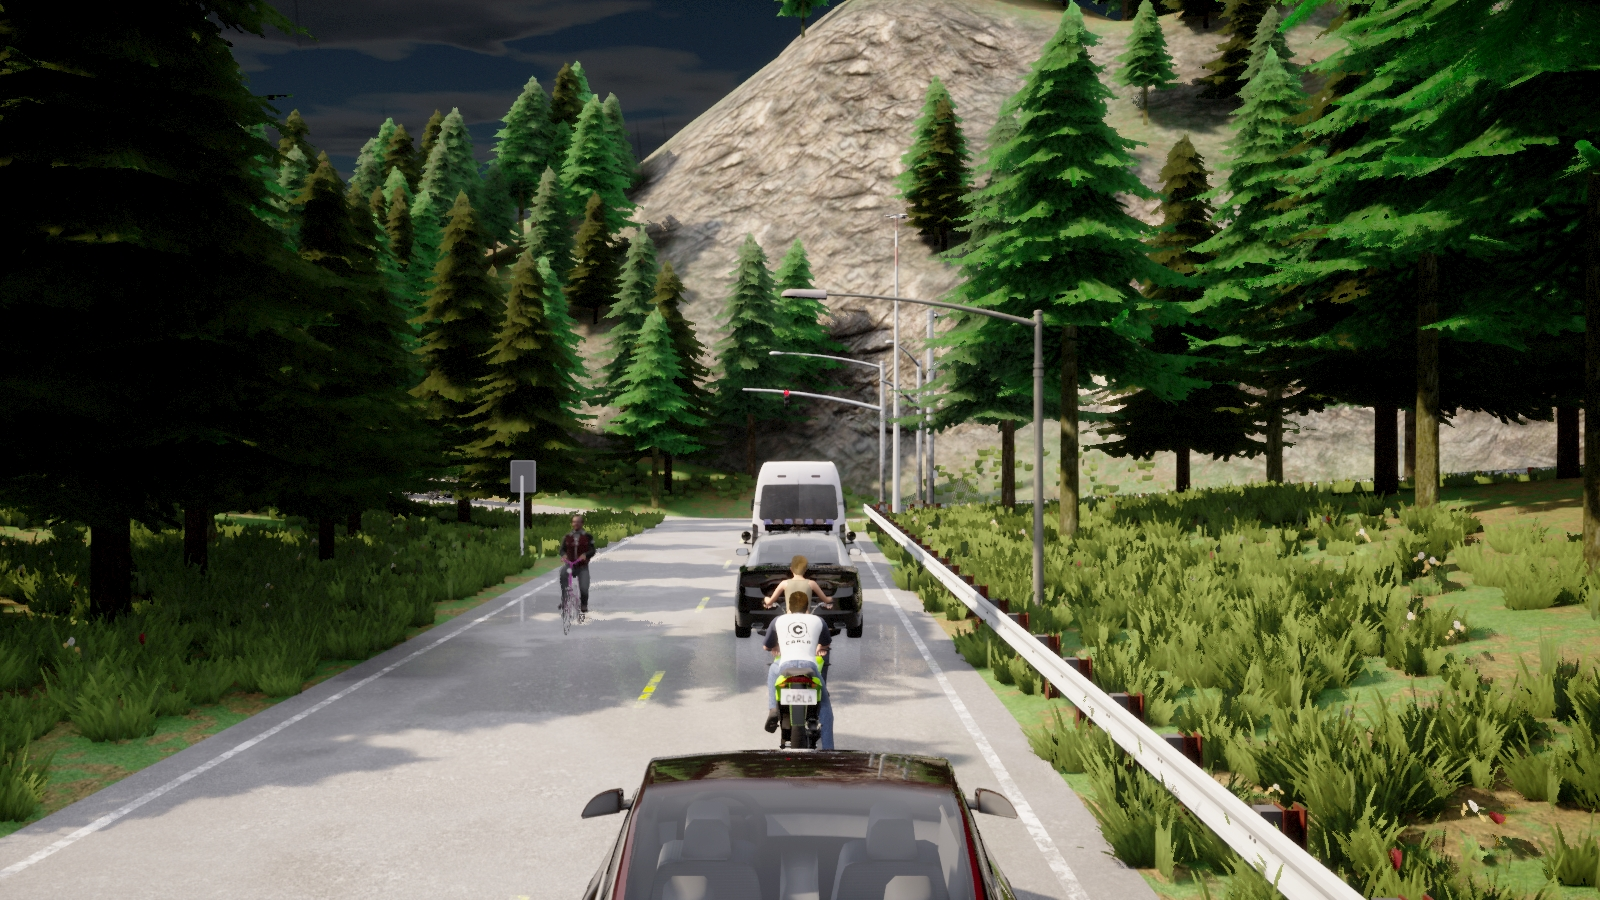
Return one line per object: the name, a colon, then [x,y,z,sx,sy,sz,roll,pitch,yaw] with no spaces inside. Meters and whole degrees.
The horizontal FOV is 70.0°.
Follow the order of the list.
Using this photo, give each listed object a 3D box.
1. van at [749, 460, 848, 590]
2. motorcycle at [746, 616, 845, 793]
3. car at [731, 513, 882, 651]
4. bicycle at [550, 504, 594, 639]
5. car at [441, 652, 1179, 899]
van: [-0.039,1.534,25.918,1.988,2.561,5.915,0,0,0]
motorcycle: [-0.033,2.213,10.287,0.803,1.145,2.033,0,0,0]
car: [0.090,1.982,18.501,2.097,1.638,5.238,0,0,0]
bicycle: [-3.523,1.836,17.759,0.329,1.919,1.835,0,0,0]
car: [0.027,2.063,5.080,2.163,1.488,4.792,0,0,0]
